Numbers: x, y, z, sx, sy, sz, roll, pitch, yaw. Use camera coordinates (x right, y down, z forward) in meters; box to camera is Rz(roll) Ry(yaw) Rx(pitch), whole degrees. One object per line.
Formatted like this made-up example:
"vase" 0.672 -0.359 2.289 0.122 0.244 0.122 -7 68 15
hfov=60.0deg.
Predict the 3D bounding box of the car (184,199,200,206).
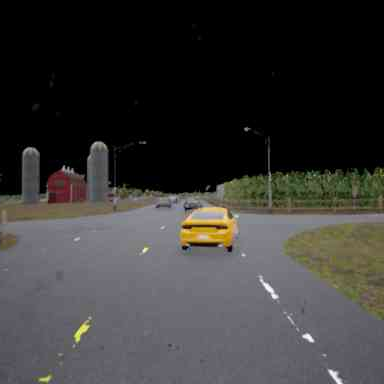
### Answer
"car" 0.107 1.439 35.660 1.895 1.301 4.718 0 0 0

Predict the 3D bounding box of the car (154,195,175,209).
"car" -3.579 1.348 42.224 1.837 1.490 4.892 0 0 0

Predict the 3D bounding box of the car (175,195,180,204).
"car" -3.524 1.423 58.916 1.812 1.442 4.674 0 0 0

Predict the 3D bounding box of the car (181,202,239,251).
"car" 0.880 1.389 13.903 1.882 1.535 5.008 -1 0 11
